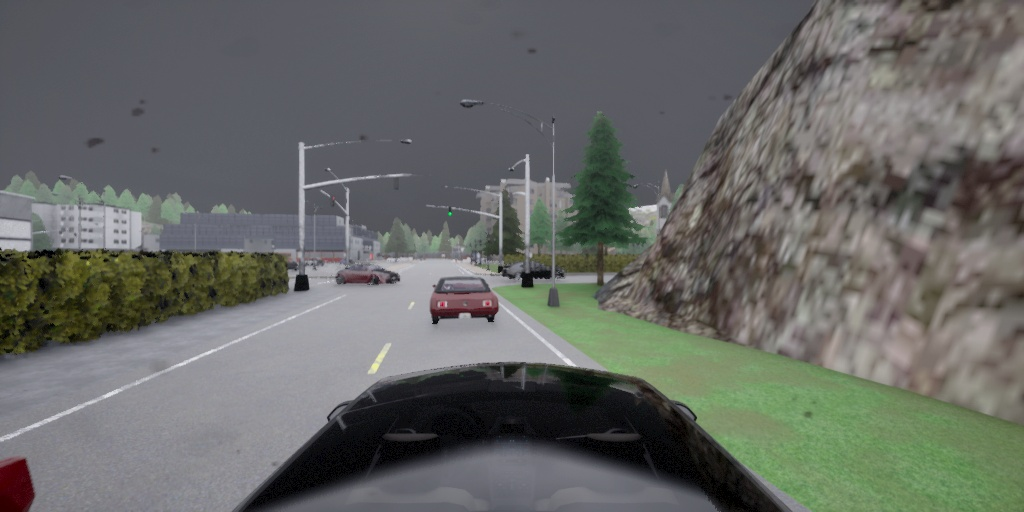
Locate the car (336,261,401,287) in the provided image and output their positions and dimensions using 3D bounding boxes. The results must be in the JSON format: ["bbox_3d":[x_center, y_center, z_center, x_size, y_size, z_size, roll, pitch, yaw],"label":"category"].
[{"bbox_3d":[-9.506,1.247,23.811,4.181,1.385,1.994,0,0,18],"label":"car"}]

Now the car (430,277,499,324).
[{"bbox_3d":[-1.675,1.322,11.874,1.895,1.301,4.718,0,0,-11],"label":"car"}]

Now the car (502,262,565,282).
[{"bbox_3d":[1.677,1.171,27.677,4.902,1.511,2.128,0,0,-13],"label":"car"}]
